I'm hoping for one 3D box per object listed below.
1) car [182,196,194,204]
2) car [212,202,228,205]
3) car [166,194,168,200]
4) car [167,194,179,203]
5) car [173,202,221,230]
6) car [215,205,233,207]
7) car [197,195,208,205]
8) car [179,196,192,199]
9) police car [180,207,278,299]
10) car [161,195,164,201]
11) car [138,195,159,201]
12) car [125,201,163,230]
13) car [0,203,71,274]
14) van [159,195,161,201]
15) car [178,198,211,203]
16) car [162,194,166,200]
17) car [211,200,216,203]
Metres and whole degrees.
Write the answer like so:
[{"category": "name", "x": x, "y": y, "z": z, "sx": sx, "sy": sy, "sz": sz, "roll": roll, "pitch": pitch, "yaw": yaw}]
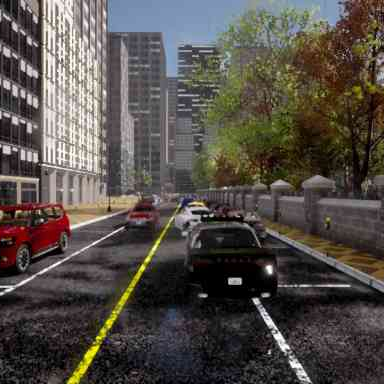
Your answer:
[{"category": "car", "x": -0.735, "y": 1.468, "z": 63.931, "sx": 2.128, "sy": 1.511, "sz": 4.902, "roll": 0, "pitch": 0, "yaw": -1}, {"category": "car", "x": 2.341, "y": 1.578, "z": 21.736, "sx": 1.802, "sy": 1.307, "sz": 4.206, "roll": 0, "pitch": 0, "yaw": -1}, {"category": "car", "x": -6.214, "y": 1.282, "z": 77.180, "sx": 2.192, "sy": 1.841, "sz": 5.009, "roll": 0, "pitch": 0, "yaw": -1}, {"category": "car", "x": -3.566, "y": 1.536, "z": 70.316, "sx": 1.994, "sy": 1.385, "sz": 4.181, "roll": 0, "pitch": 0, "yaw": -1}, {"category": "car", "x": 0.171, "y": 1.523, "z": 18.328, "sx": 1.812, "sy": 1.442, "sz": 4.674, "roll": 0, "pitch": 0, "yaw": -13}, {"category": "car", "x": 2.409, "y": 1.548, "z": 16.186, "sx": 2.008, "sy": 1.369, "sz": 4.403, "roll": 0, "pitch": 0, "yaw": -1}, {"category": "car", "x": 1.868, "y": 1.419, "z": 60.582, "sx": 1.967, "sy": 1.590, "sz": 4.097, "roll": 0, "pitch": 0, "yaw": -1}, {"category": "car", "x": -0.483, "y": 1.465, "z": 45.857, "sx": 1.882, "sy": 1.535, "sz": 5.008, "roll": 0, "pitch": 0, "yaw": 0}, {"category": "police car", "x": 0.757, "y": 1.424, "z": 8.647, "sx": 1.930, "sy": 1.638, "sz": 5.238, "roll": 0, "pitch": 0, "yaw": -1}, {"category": "car", "x": -6.089, "y": 1.564, "z": 55.017, "sx": 1.802, "sy": 1.307, "sz": 4.206, "roll": 0, "pitch": 0, "yaw": -1}, {"category": "car", "x": -5.955, "y": 1.304, "z": 43.936, "sx": 2.192, "sy": 1.841, "sz": 5.009, "roll": 0, "pitch": 0, "yaw": -1}, {"category": "car", "x": -3.070, "y": 1.522, "z": 21.371, "sx": 1.812, "sy": 1.442, "sz": 4.674, "roll": 0, "pitch": 0, "yaw": -1}, {"category": "car", "x": -5.552, "y": 1.314, "z": 10.689, "sx": 2.192, "sy": 1.841, "sz": 5.009, "roll": 0, "pitch": 0, "yaw": -1}, {"category": "van", "x": -6.022, "y": 1.327, "z": 49.476, "sx": 1.690, "sy": 1.788, "sz": 3.998, "roll": 0, "pitch": 0, "yaw": -1}, {"category": "car", "x": 0.312, "y": 1.452, "z": 24.760, "sx": 1.801, "sy": 1.575, "sz": 5.366, "roll": 0, "pitch": 0, "yaw": 4}, {"category": "car", "x": -6.155, "y": 1.504, "z": 60.387, "sx": 1.752, "sy": 1.417, "sz": 4.829, "roll": 0, "pitch": 0, "yaw": -1}, {"category": "car", "x": 2.273, "y": 1.561, "z": 27.285, "sx": 1.947, "sy": 1.339, "sz": 4.313, "roll": 0, "pitch": 0, "yaw": -1}]
